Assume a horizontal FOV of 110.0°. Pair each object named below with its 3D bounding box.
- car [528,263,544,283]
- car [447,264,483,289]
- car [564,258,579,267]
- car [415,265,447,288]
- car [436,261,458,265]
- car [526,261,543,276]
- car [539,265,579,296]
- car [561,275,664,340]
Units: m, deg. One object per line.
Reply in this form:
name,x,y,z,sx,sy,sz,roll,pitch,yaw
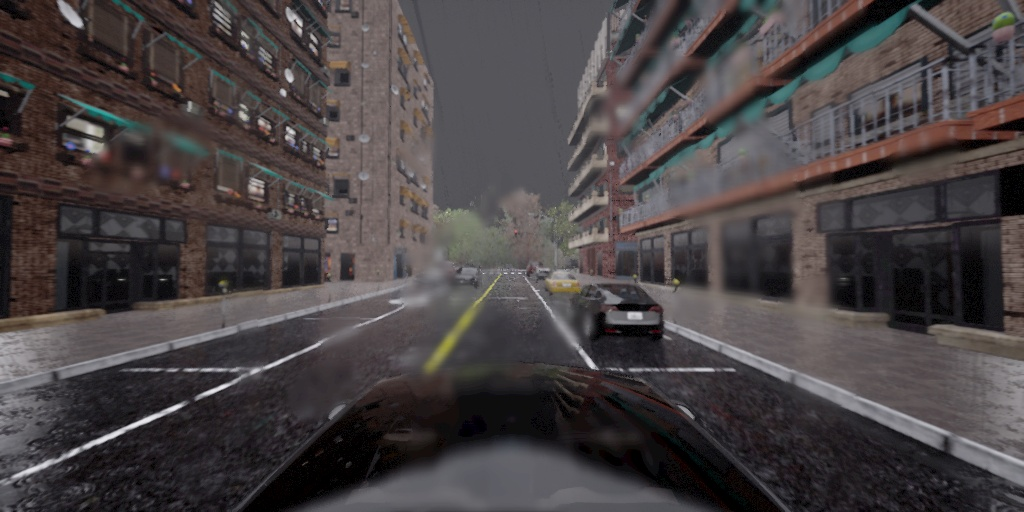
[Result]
car,2.801,1.619,31.764,2.007,1.370,4.403,0,0,0
car,-3.121,1.507,25.461,1.837,1.490,4.892,0,-1,0
car,11.352,1.352,58.944,5.566,2.045,2.150,0,-1,1
car,-5.841,1.561,26.221,2.007,1.370,4.403,0,0,0
car,-5.847,1.385,31.788,2.192,1.841,5.009,0,0,0
car,2.790,1.503,42.899,2.192,1.841,5.009,0,0,0
car,2.812,1.476,20.798,1.751,1.417,4.829,0,0,0
car,2.757,1.405,10.134,1.948,1.339,4.313,0,0,0
